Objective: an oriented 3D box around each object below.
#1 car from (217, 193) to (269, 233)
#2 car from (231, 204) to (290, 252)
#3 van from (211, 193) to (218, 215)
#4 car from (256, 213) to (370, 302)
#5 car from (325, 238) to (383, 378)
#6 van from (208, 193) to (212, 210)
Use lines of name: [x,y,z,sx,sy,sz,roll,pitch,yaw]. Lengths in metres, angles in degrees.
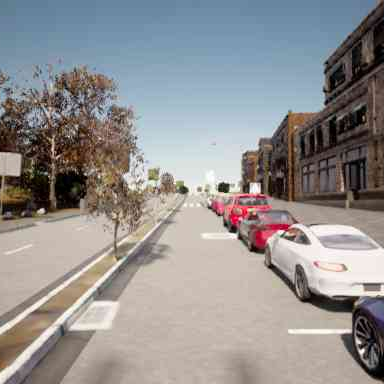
car: [3.051,1.160,19.055,2.435,2.045,5.566,0,0,0]
car: [3.050,1.448,13.511,2.163,1.488,4.792,0,0,0]
van: [3.050,1.163,30.236,1.878,1.987,4.442,0,0,0]
car: [3.051,1.461,7.932,2.002,1.452,4.674,0,0,0]
car: [3.049,1.452,2.416,2.163,1.488,4.792,0,0,0]
van: [3.050,1.147,35.783,1.878,1.987,4.442,0,0,0]
